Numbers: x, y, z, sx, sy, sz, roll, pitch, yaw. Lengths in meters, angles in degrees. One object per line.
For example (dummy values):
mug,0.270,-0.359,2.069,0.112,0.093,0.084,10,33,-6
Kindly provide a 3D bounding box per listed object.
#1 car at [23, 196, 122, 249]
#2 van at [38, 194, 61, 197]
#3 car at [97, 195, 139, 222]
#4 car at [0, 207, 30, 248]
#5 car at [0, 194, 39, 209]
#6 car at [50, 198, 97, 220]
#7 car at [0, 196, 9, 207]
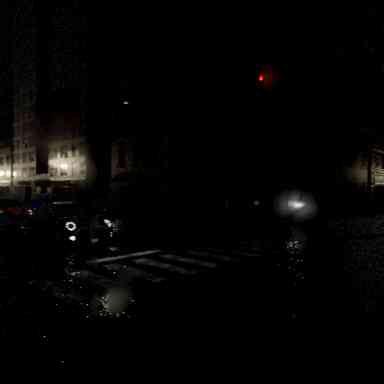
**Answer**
car,-5.279,1.253,14.320,2.097,1.767,4.553,0,1,-45
van,-13.491,1.091,30.850,1.690,1.788,3.998,-1,1,-45
car,-5.713,1.147,23.059,2.192,1.841,5.009,-1,1,-45
car,-7.855,1.484,13.144,1.802,1.307,4.206,-1,1,-45
car,-11.573,1.185,20.649,2.097,1.767,4.553,0,1,-45
car,-9.721,1.315,27.078,1.752,1.417,4.829,-1,1,-45
car,-25.158,1.184,42.540,2.008,1.369,4.403,-1,1,-45
